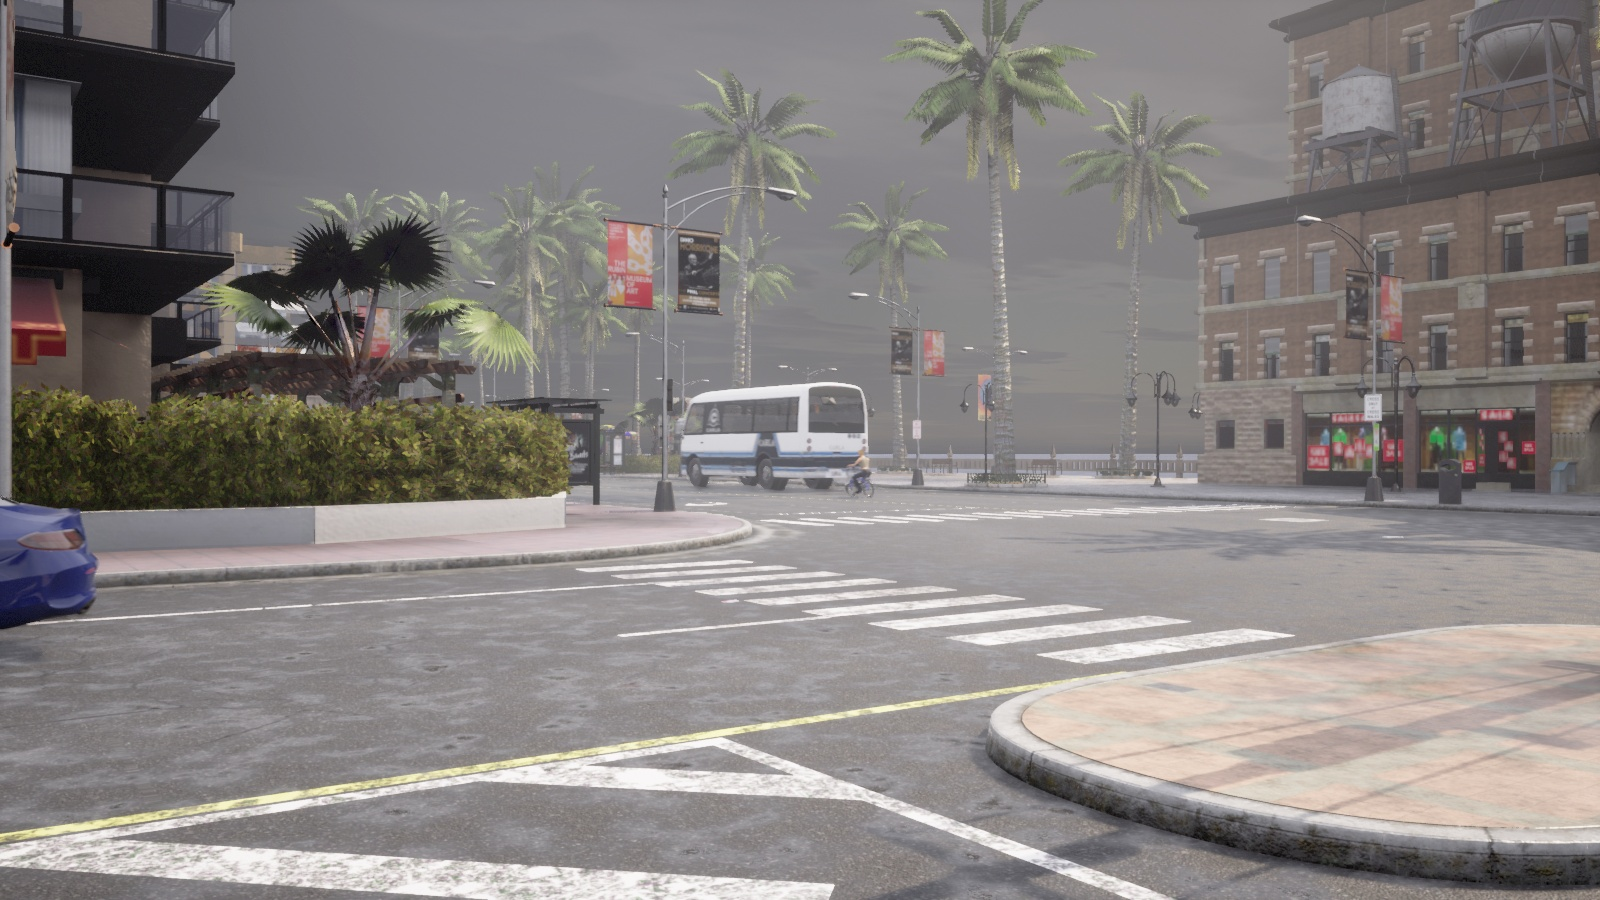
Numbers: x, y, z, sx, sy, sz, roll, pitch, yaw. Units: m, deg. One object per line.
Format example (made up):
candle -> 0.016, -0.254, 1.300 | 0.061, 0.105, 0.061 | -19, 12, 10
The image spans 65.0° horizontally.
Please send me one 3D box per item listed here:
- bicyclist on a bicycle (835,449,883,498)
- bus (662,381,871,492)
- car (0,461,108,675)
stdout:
bicyclist on a bicycle -> 1.963, 0.780, 41.936 | 0.866, 1.612, 1.509 | 0, 0, -34
bus -> -1.682, -0.497, 53.496 | 3.944, 4.253, 10.273 | 0, 0, -35
car -> -7.323, 0.806, 8.275 | 4.674, 1.442, 1.812 | 0, 0, -35
